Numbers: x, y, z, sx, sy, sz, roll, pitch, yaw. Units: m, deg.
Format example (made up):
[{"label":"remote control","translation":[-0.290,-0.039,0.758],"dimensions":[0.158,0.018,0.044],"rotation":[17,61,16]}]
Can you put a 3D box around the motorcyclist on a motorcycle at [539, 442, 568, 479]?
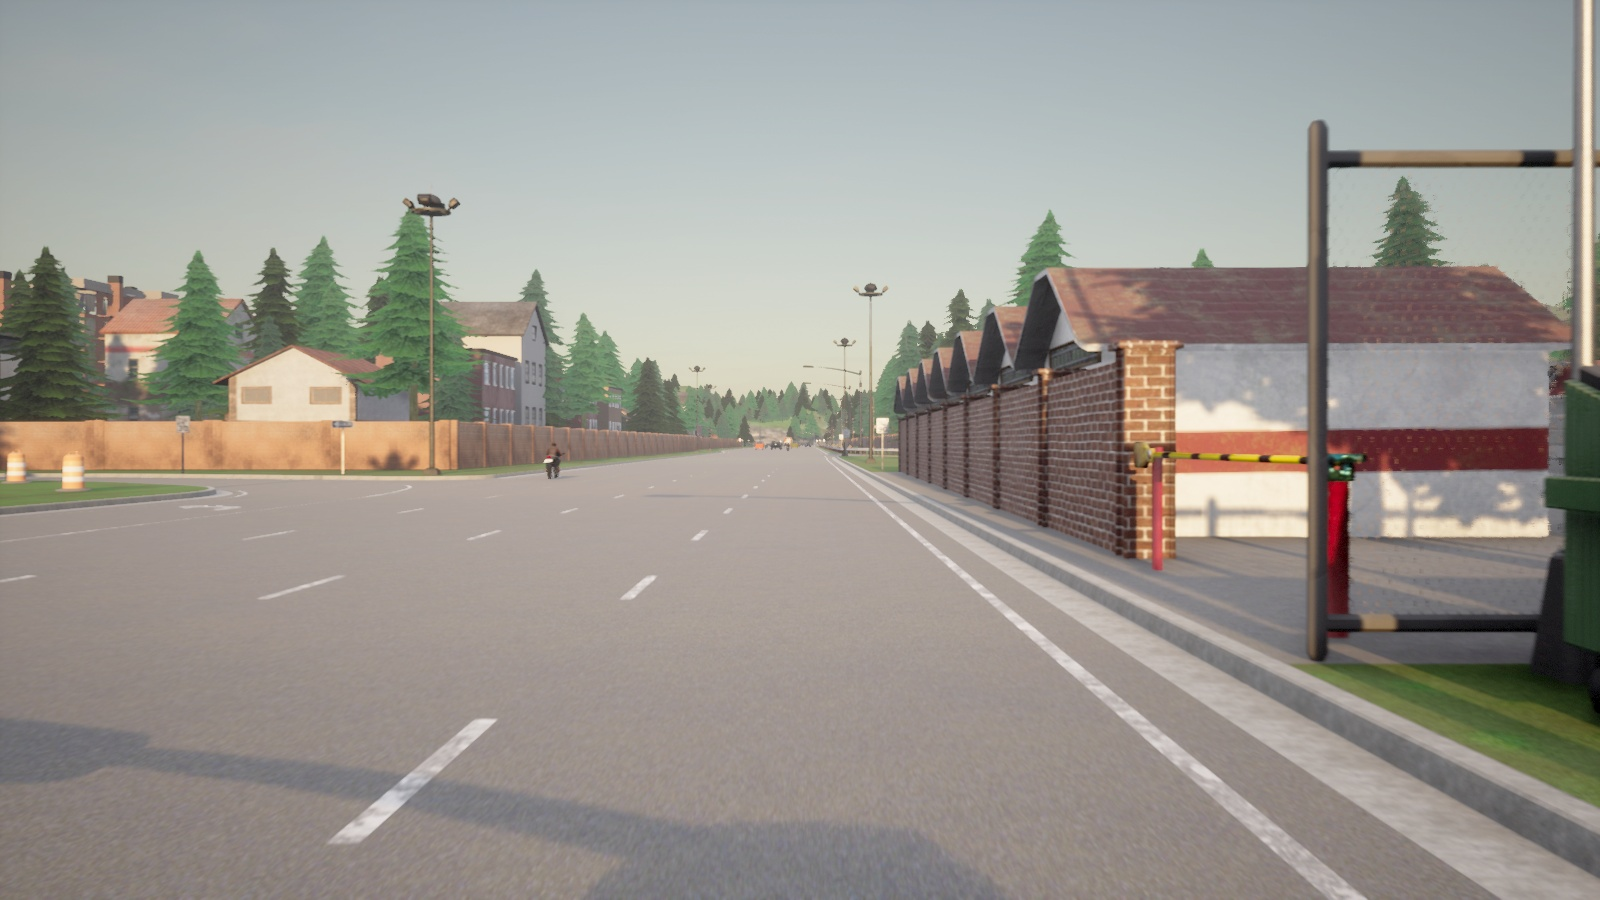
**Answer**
[{"label":"motorcyclist on a motorcycle","translation":[-10.190,0.427,52.012],"dimensions":[0.797,1.523,2.044],"rotation":[0,0,0]}]
